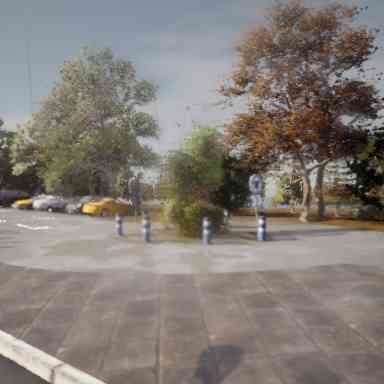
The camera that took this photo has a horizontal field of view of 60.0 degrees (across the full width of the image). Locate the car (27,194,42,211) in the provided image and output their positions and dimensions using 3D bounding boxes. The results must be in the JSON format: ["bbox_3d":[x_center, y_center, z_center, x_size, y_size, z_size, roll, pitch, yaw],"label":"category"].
[{"bbox_3d":[-13.691,1.169,33.805,2.002,1.452,4.674,2,1,36],"label":"car"}]

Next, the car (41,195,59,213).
[{"bbox_3d":[-11.465,1.219,32.156,2.163,1.488,4.792,2,1,36],"label":"car"}]

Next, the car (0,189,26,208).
[{"bbox_3d":[-20.390,0.697,38.707,2.435,2.045,5.566,2,1,36],"label":"car"}]

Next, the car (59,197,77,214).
[{"bbox_3d":[-9.286,1.122,30.650,2.185,1.767,4.553,2,1,36],"label":"car"}]

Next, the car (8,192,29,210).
[{"bbox_3d":[-16.039,1.066,35.284,1.946,1.575,5.366,2,1,36],"label":"car"}]

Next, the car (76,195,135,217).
[{"bbox_3d":[-7.067,1.307,28.994,2.097,1.535,5.008,2,1,36],"label":"car"}]
